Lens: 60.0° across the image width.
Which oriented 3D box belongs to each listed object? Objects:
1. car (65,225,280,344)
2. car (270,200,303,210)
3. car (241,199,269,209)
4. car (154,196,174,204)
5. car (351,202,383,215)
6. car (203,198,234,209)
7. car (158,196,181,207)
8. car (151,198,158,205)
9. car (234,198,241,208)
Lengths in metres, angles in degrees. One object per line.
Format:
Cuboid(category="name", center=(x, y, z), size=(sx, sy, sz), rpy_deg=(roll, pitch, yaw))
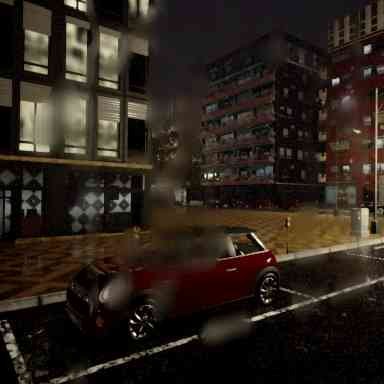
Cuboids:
Cuboid(category="car", center=(-0.237, 1.441, 6.372), size=(4.097, 1.590, 1.967), rpy_deg=(0, 1, -35))
Cuboid(category="car", center=(13.362, 1.806, 45.976), size=(1.802, 1.307, 4.206), rpy_deg=(1, -1, -35))
Cuboid(category="car", center=(10.093, 1.800, 50.610), size=(1.887, 1.381, 4.507), rpy_deg=(1, -1, -35))
Cuboid(category="car", center=(-6.253, 1.724, 73.779), size=(2.192, 1.841, 5.009), rpy_deg=(1, -1, -35))
Cuboid(category="car", center=(19.901, 1.730, 36.710), size=(1.947, 1.339, 4.313), rpy_deg=(1, -1, -35))
Cuboid(category="car", center=(3.243, 1.677, 45.783), size=(2.008, 1.369, 4.403), rpy_deg=(1, -1, -35))
Cuboid(category="car", center=(-3.296, 1.733, 55.050), size=(1.887, 1.381, 4.507), rpy_deg=(1, -1, -35))
Cuboid(category="car", center=(-6.565, 1.763, 59.683), size=(1.887, 1.381, 4.507), rpy_deg=(1, -1, -35))
Cuboid(category="car", center=(6.824, 1.725, 55.244), size=(1.967, 1.590, 4.097), rpy_deg=(1, -1, -35))
